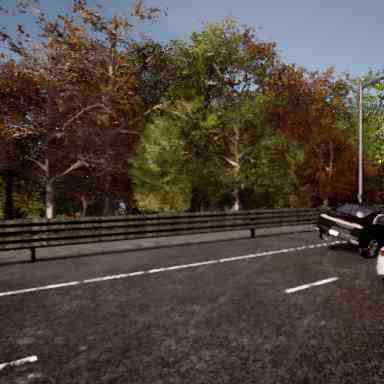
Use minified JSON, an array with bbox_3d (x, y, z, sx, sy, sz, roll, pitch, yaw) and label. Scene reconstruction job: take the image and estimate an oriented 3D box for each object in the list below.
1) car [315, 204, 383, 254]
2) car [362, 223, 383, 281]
[{"bbox_3d":[6.666,1.314,12.632,4.902,1.511,2.128,5,10,-39],"label":"car"},{"bbox_3d":[6.462,1.560,8.413,4.674,1.442,1.812,0,0,-36],"label":"car"}]
